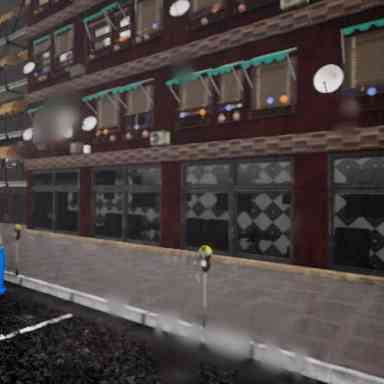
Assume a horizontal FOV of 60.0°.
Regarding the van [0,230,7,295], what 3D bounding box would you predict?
[{"bbox_3d":[-5.414,1.319,6.730,3.998,1.788,1.690,0,0,35],"label":"van"}]
